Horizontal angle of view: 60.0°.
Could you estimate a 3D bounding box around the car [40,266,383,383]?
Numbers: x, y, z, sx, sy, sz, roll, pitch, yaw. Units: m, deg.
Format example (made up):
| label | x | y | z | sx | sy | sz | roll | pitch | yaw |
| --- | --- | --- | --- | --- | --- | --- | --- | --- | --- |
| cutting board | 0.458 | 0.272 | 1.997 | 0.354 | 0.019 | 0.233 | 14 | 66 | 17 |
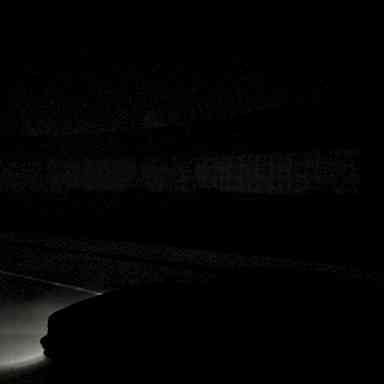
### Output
| label | x | y | z | sx | sy | sz | roll | pitch | yaw |
| --- | --- | --- | --- | --- | --- | --- | --- | --- | --- |
| car | 0.777 | 1.536 | 3.311 | 5.357 | 1.411 | 2.033 | 0 | 0 | 34 |
